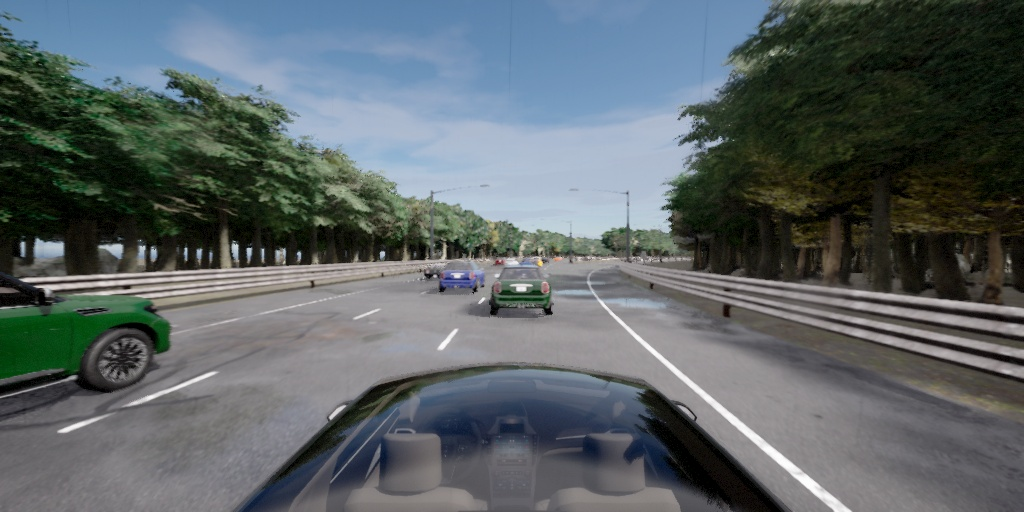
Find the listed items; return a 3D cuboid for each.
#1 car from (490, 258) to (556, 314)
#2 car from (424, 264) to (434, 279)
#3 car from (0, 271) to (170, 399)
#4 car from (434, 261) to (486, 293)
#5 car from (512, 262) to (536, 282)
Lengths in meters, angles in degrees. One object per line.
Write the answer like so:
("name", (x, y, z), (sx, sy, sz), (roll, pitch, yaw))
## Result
("car", (0.359, 1.104, 13.883), (2.097, 1.767, 4.553), (0, 0, 1))
("car", (-5.954, 1.304, 30.793), (1.895, 1.301, 4.718), (0, 0, 4))
("car", (-6.802, 0.946, 3.560), (2.150, 2.045, 5.566), (0, 0, 1))
("car", (-2.787, 1.090, 20.991), (2.097, 1.767, 4.553), (0, 0, 2))
("car", (1.085, 1.264, 30.124), (1.812, 1.442, 4.674), (0, 0, 4))
